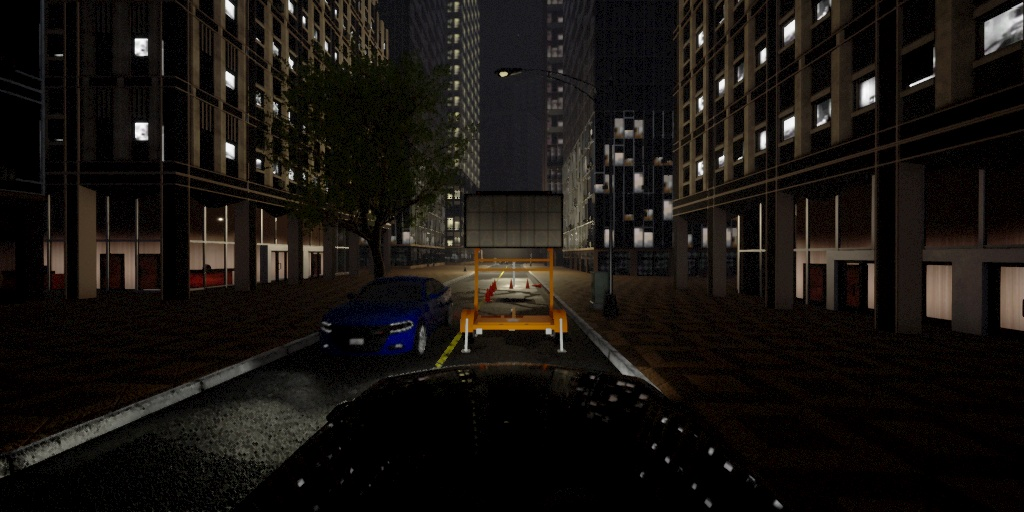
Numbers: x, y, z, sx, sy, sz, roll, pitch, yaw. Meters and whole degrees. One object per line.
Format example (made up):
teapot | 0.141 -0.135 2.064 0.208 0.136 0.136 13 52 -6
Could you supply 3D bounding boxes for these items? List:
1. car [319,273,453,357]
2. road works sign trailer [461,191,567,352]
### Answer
car | -2.704 1.227 8.767 1.882 1.535 5.008 0 0 0
road works sign trailer | 0.047 0.214 8.878 2.380 3.560 2.880 0 0 0
